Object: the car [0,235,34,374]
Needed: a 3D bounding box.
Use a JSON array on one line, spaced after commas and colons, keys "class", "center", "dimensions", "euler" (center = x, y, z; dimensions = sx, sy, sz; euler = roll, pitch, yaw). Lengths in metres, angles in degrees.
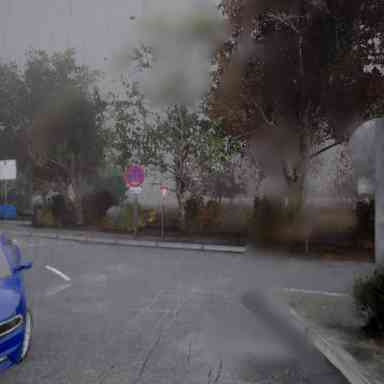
[{"class": "car", "center": [-3.801, 1.485, 5.467], "dimensions": [1.882, 1.535, 5.008], "euler": [1, -1, -28]}]
